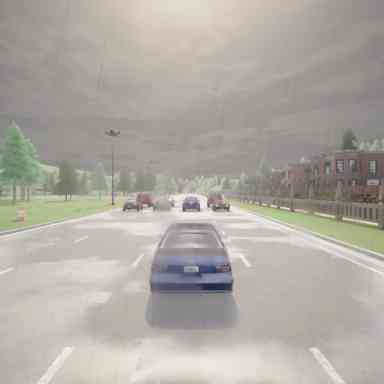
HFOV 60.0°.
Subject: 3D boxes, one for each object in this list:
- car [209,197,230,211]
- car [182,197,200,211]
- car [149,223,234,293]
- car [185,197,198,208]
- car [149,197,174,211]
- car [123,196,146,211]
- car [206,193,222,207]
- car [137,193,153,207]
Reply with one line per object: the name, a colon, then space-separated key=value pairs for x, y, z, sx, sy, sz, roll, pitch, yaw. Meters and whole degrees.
car: x=3.422 y=1.601 z=40.041 sx=1.895 sy=1.301 sz=4.718 roll=0 pitch=0 yaw=0
car: x=-0.078 y=1.352 z=39.974 sx=2.097 sy=1.767 sz=4.553 roll=0 pitch=0 yaw=0
car: x=-0.018 y=1.548 z=8.975 sx=2.033 sy=1.411 sz=5.357 roll=0 pitch=0 yaw=0
car: x=-0.097 y=1.505 z=50.008 sx=1.837 sy=1.490 sz=4.892 roll=0 pitch=0 yaw=0
car: x=-3.578 y=1.564 z=39.998 sx=1.994 sy=1.385 sz=4.181 roll=0 pitch=0 yaw=0
car: x=-7.078 y=1.526 z=39.991 sx=1.812 sy=1.442 sz=4.674 roll=0 pitch=0 yaw=0
car: x=3.403 y=1.221 z=50.044 sx=2.150 sy=2.045 sz=5.566 roll=0 pitch=0 yaw=0
car: x=-7.097 y=1.221 z=50.024 sx=2.150 sy=2.045 sz=5.566 roll=0 pitch=0 yaw=0
